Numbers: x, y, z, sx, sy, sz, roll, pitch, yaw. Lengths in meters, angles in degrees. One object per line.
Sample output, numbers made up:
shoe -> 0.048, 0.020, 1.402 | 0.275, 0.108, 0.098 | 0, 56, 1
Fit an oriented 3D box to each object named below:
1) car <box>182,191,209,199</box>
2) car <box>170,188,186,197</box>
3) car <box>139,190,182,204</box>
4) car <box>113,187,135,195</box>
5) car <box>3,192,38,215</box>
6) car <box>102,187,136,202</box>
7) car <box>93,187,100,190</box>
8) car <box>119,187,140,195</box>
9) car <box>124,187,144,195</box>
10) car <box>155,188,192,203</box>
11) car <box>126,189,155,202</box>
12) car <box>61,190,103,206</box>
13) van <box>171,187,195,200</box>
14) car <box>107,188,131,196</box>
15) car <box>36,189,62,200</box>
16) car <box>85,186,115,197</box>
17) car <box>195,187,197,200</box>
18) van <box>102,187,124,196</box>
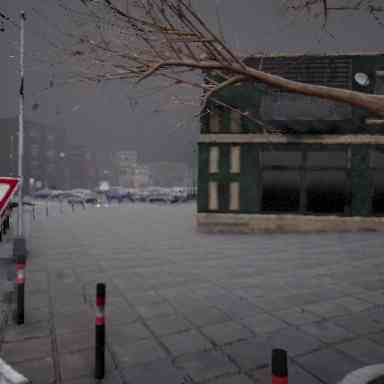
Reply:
car -> 0.686, 0.547, 64.516 | 4.892, 1.521, 2.231 | 1, 1, 15
car -> -2.864, 0.117, 69.465 | 2.097, 1.767, 4.553 | 1, 1, 15
car -> -4.353, 0.909, 45.849 | 4.792, 1.488, 2.163 | 1, 1, 15
car -> -16.228, -0.184, 79.460 | 4.553, 1.767, 2.185 | 1, 1, 15
car -> -15.258, 1.019, 27.565 | 1.882, 1.535, 5.008 | 1, 1, 5
car -> -10.991, 0.429, 50.490 | 2.150, 2.045, 5.566 | 1, 1, 15
car -> -20.475, 0.259, 63.476 | 4.892, 1.521, 2.231 | 1, 1, 15
car -> -15.517, -0.234, 82.123 | 4.553, 1.767, 2.185 | 1, 1, 15
car -> -14.745, -0.282, 84.771 | 4.553, 1.767, 2.185 | 1, 1, 15
car -> -2.886, 0.679, 51.080 | 4.553, 1.767, 2.185 | 1, 1, 15
car -> -7.739, 0.740, 51.074 | 2.128, 1.511, 4.902 | 1, 1, 15
car -> -13.279, 0.844, 40.606 | 2.128, 1.511, 4.902 | 1, 1, 12
van -> -2.275, 0.530, 53.924 | 4.442, 1.987, 1.878 | 1, 1, 15
car -> -16.917, -0.006, 76.793 | 5.008, 1.535, 2.097 | 1, 1, 15
car -> -23.284, 0.316, 52.801 | 4.553, 1.767, 2.185 | 1, 1, 15
car -> -19.070, -0.100, 68.802 | 5.566, 2.045, 2.435 | 1, 1, 15
car -> -0.727, 0.531, 59.138 | 4.553, 1.767, 2.185 | 1, 1, 15
van -> -17.507, -0.177, 74.092 | 4.442, 1.987, 1.878 | 1, 1, 15
